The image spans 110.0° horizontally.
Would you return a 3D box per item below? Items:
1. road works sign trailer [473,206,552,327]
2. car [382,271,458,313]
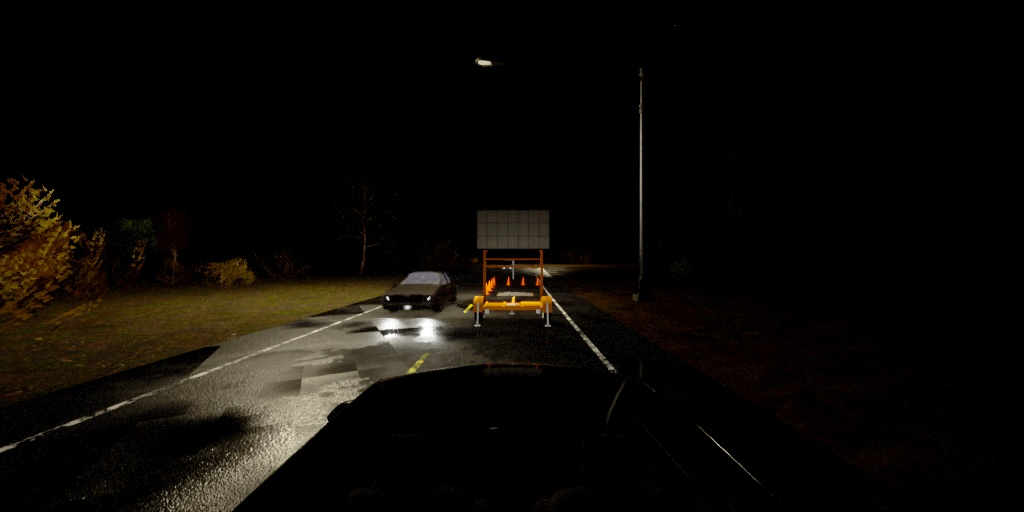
[{"bbox_3d":[0.042,0.214,11.569,2.380,3.560,2.880,0,0,1],"label":"road works sign trailer"},{"bbox_3d":[-3.384,1.297,14.363,2.033,1.411,5.357,0,0,1],"label":"car"}]
